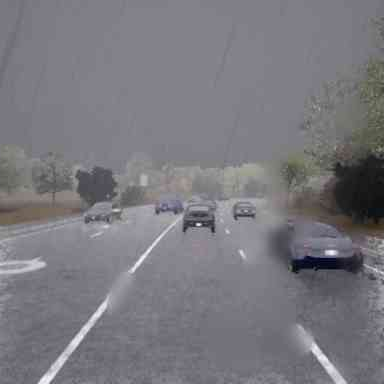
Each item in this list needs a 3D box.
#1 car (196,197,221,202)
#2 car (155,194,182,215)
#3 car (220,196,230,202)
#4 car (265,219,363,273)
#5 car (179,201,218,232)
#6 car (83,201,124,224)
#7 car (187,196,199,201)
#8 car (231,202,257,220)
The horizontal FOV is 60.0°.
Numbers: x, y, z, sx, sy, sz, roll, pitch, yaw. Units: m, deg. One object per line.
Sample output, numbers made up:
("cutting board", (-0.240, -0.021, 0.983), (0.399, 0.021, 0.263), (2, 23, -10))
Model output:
("car", (1.944, 1.564, 38.355), (1.994, 1.385, 4.181), (0, 0, 7))
("car", (-2.285, 1.221, 34.086), (2.150, 2.045, 5.566), (0, 0, 6))
("car", (6.926, 1.485, 73.573), (1.895, 1.301, 4.718), (0, 0, 19))
("car", (3.690, 1.565, 10.748), (1.994, 1.385, 4.181), (0, 0, 1))
("car", (0.461, 1.504, 20.336), (1.837, 1.490, 4.892), (0, 0, 2))
("car", (-6.501, 1.500, 24.879), (1.837, 1.490, 4.892), (0, 0, 4))
("car", (0.374, 1.496, 65.298), (1.837, 1.490, 4.892), (0, 0, 17))
("car", (4.415, 1.550, 28.397), (2.033, 1.411, 5.357), (0, 0, 4))
